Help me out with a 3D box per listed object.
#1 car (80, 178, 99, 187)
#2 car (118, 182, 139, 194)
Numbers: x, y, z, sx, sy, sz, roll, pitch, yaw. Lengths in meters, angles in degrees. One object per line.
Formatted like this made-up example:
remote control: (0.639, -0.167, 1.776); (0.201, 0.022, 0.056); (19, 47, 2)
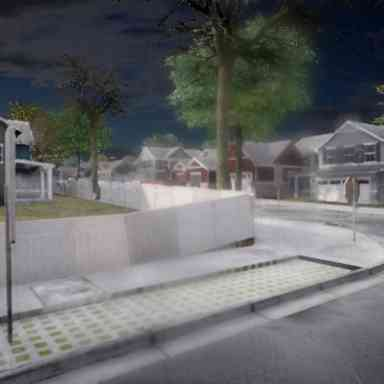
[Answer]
car: (-15.208, -1.375, 48.874); (2.097, 1.767, 4.553); (-1, 3, -34)
car: (-6.375, -0.233, 35.545); (1.837, 1.490, 4.892); (-1, 3, -34)
